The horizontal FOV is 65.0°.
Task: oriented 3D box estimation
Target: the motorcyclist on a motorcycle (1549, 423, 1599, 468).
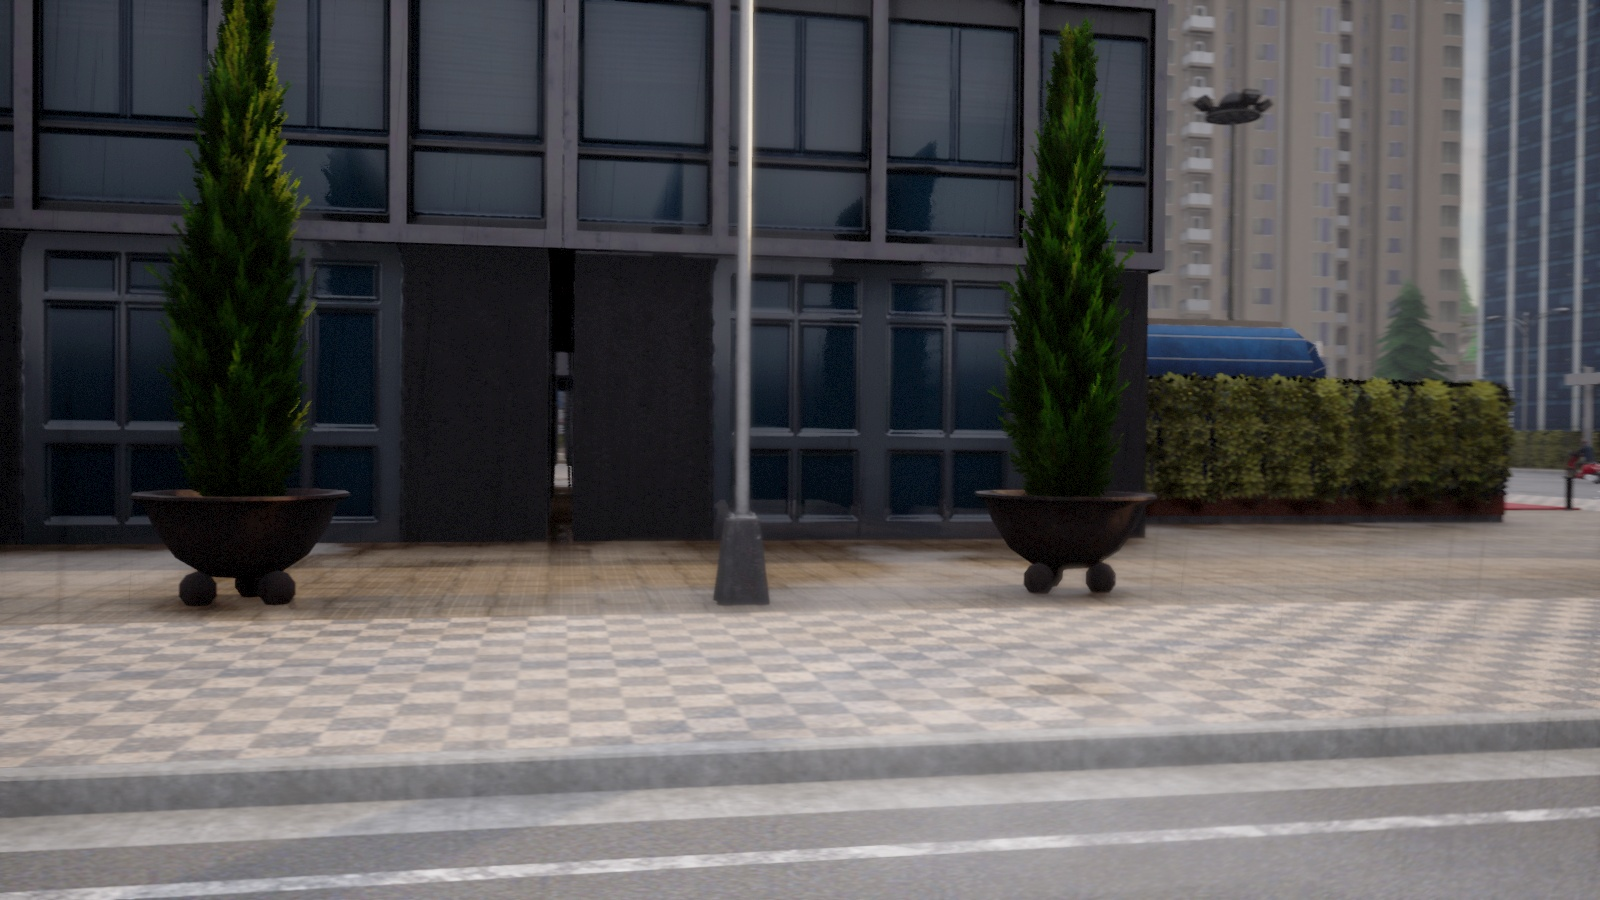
[{"bbox_3d":[28.394,-0.184,45.786,0.866,1.590,1.817,-1,1,-11],"label":"motorcyclist on a motorcycle"}]
